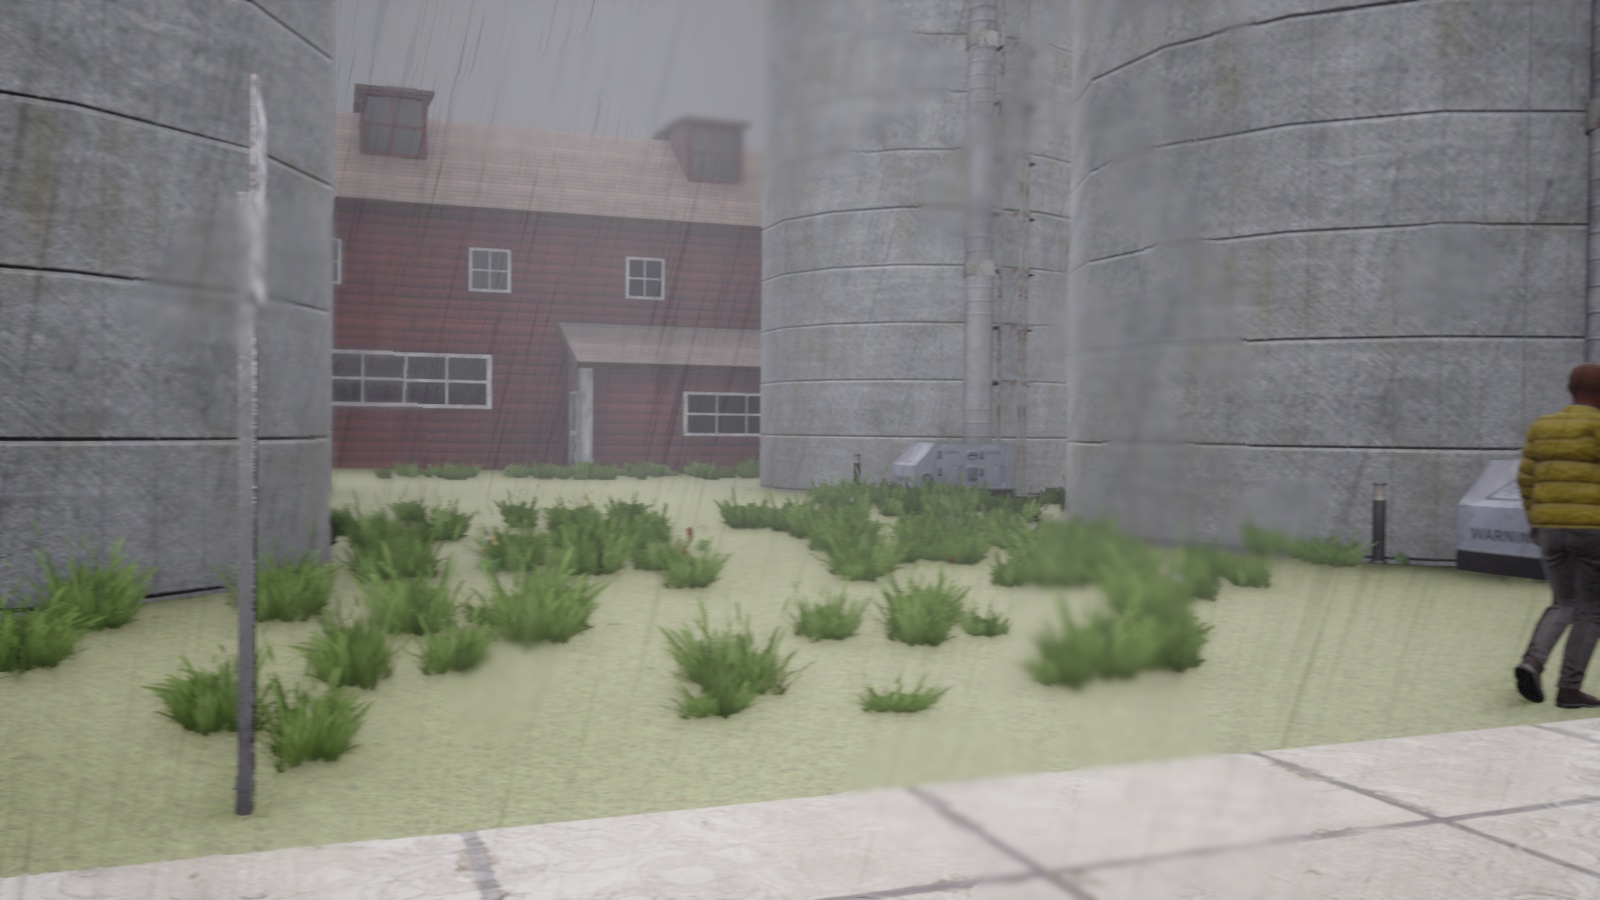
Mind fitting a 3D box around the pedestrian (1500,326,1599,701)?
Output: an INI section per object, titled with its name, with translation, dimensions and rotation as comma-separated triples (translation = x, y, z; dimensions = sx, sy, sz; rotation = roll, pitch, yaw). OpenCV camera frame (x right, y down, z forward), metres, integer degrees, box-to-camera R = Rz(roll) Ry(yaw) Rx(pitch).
[pedestrian]
translation = 4.019, 0.305, 6.463
dimensions = 0.726, 1.835, 0.370
rotation = -1, 1, -26
